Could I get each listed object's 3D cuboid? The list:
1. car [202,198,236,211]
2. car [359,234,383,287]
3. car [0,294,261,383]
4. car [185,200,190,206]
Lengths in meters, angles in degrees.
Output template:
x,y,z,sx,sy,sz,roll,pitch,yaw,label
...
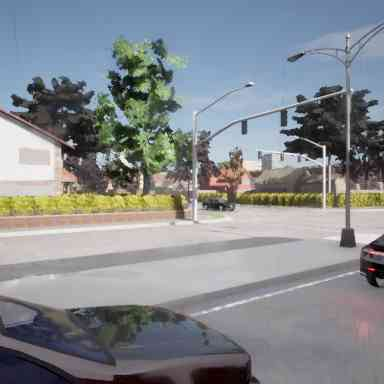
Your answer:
x,y,z,sx,sy,sz,roll,pitch,yaw,label
3.196,1.505,40.086,1.837,1.490,4.892,0,0,-36,car
5.998,1.492,8.063,4.902,1.511,2.128,0,0,-35,car
-1.969,1.547,2.344,5.357,1.411,2.033,0,0,-35,car
-2.297,1.351,47.643,2.097,1.767,4.553,0,0,-36,car
